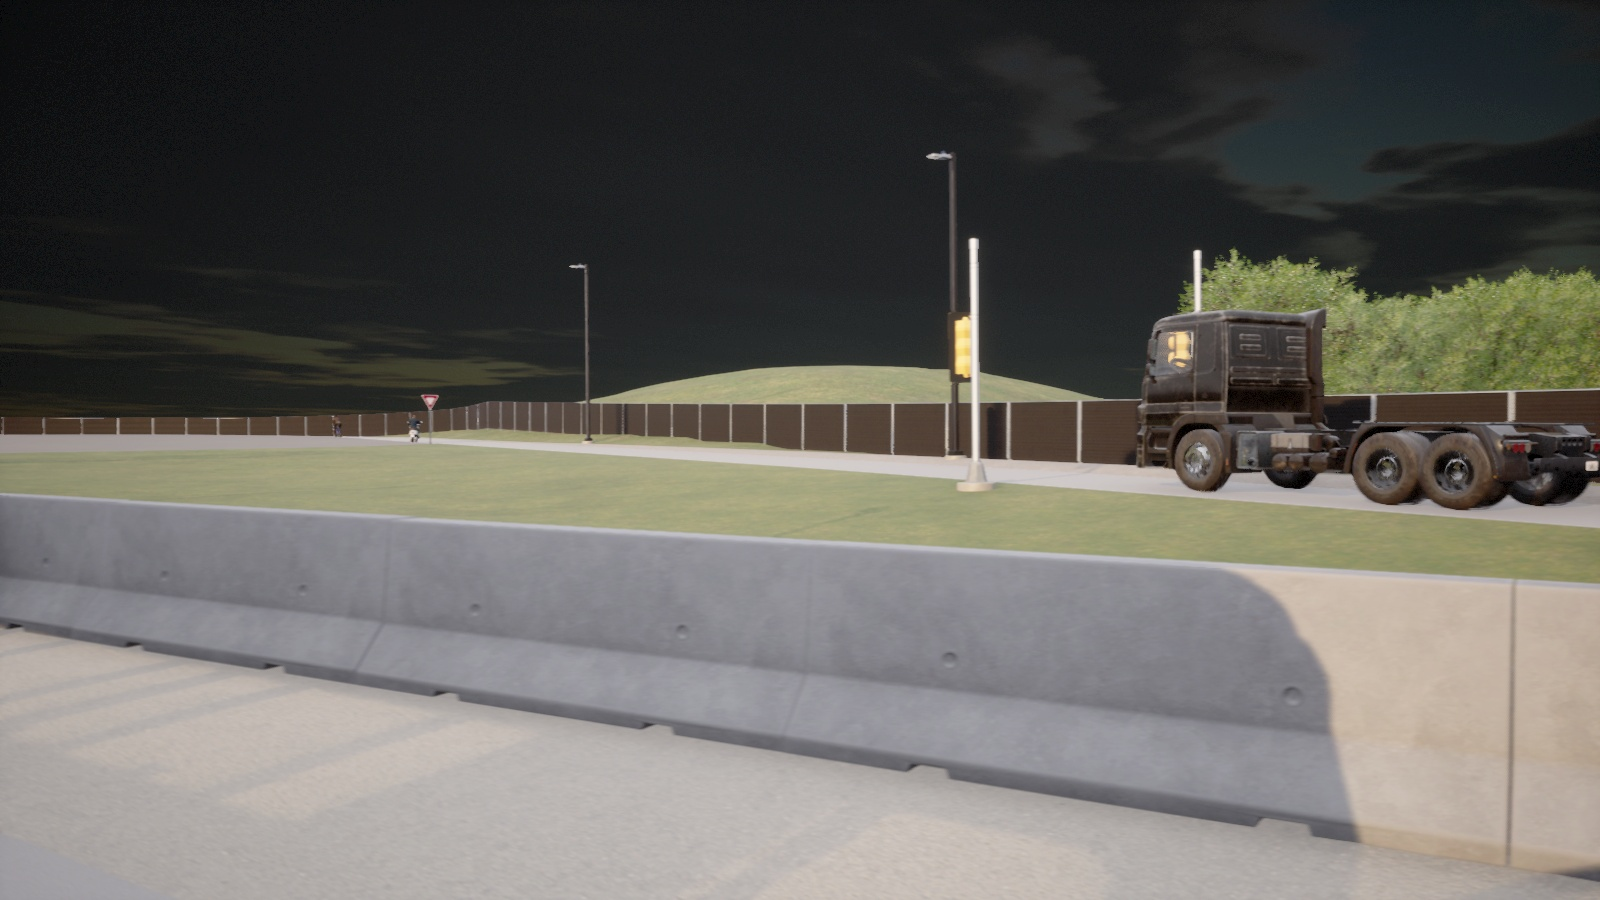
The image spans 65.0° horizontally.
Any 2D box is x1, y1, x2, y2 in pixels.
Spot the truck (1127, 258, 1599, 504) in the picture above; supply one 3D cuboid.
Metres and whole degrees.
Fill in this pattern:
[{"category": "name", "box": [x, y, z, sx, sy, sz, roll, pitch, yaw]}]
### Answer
[{"category": "truck", "box": [9.636, -1.075, 21.869, 2.891, 3.462, 7.936, -2, 2, -29]}]
